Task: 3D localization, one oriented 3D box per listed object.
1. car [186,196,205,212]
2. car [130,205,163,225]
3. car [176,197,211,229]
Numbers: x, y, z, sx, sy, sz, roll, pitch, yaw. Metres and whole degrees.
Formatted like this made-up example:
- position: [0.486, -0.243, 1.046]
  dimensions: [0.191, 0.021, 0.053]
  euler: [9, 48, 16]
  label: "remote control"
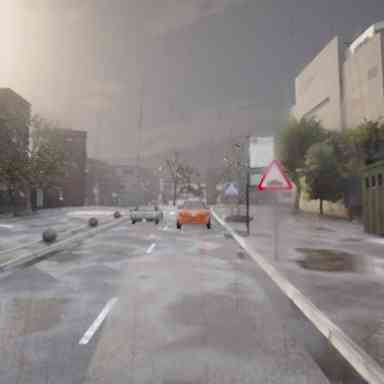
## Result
- position: [0.431, 1.354, 39.092]
  dimensions: [1.882, 1.535, 5.008]
  euler: [0, 1, 5]
  label: "car"
- position: [-3.152, 1.589, 24.161]
  dimensions: [1.895, 1.301, 4.718]
  euler: [0, 0, 0]
  label: "car"
- position: [0.099, 1.341, 21.802]
  dimensions: [2.097, 1.767, 4.553]
  euler: [0, 0, 0]
  label: "car"
